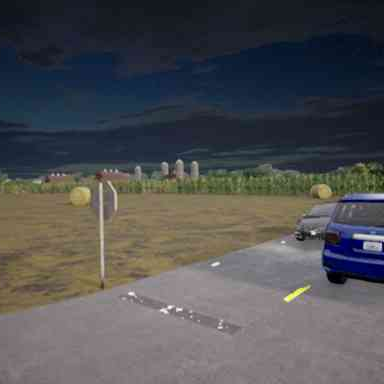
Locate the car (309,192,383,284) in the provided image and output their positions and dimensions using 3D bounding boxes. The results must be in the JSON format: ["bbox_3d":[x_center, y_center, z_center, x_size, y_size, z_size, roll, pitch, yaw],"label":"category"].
[{"bbox_3d":[4.986,1.026,8.134,2.150,2.045,5.566,1,2,39],"label":"car"}]

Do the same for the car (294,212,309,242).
[{"bbox_3d":[5.855,1.176,13.698,1.837,1.490,4.892,1,2,39],"label":"car"}]

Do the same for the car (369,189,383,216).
[{"bbox_3d":[14.788,0.727,24.592,2.097,1.767,4.553,1,2,39],"label":"car"}]
